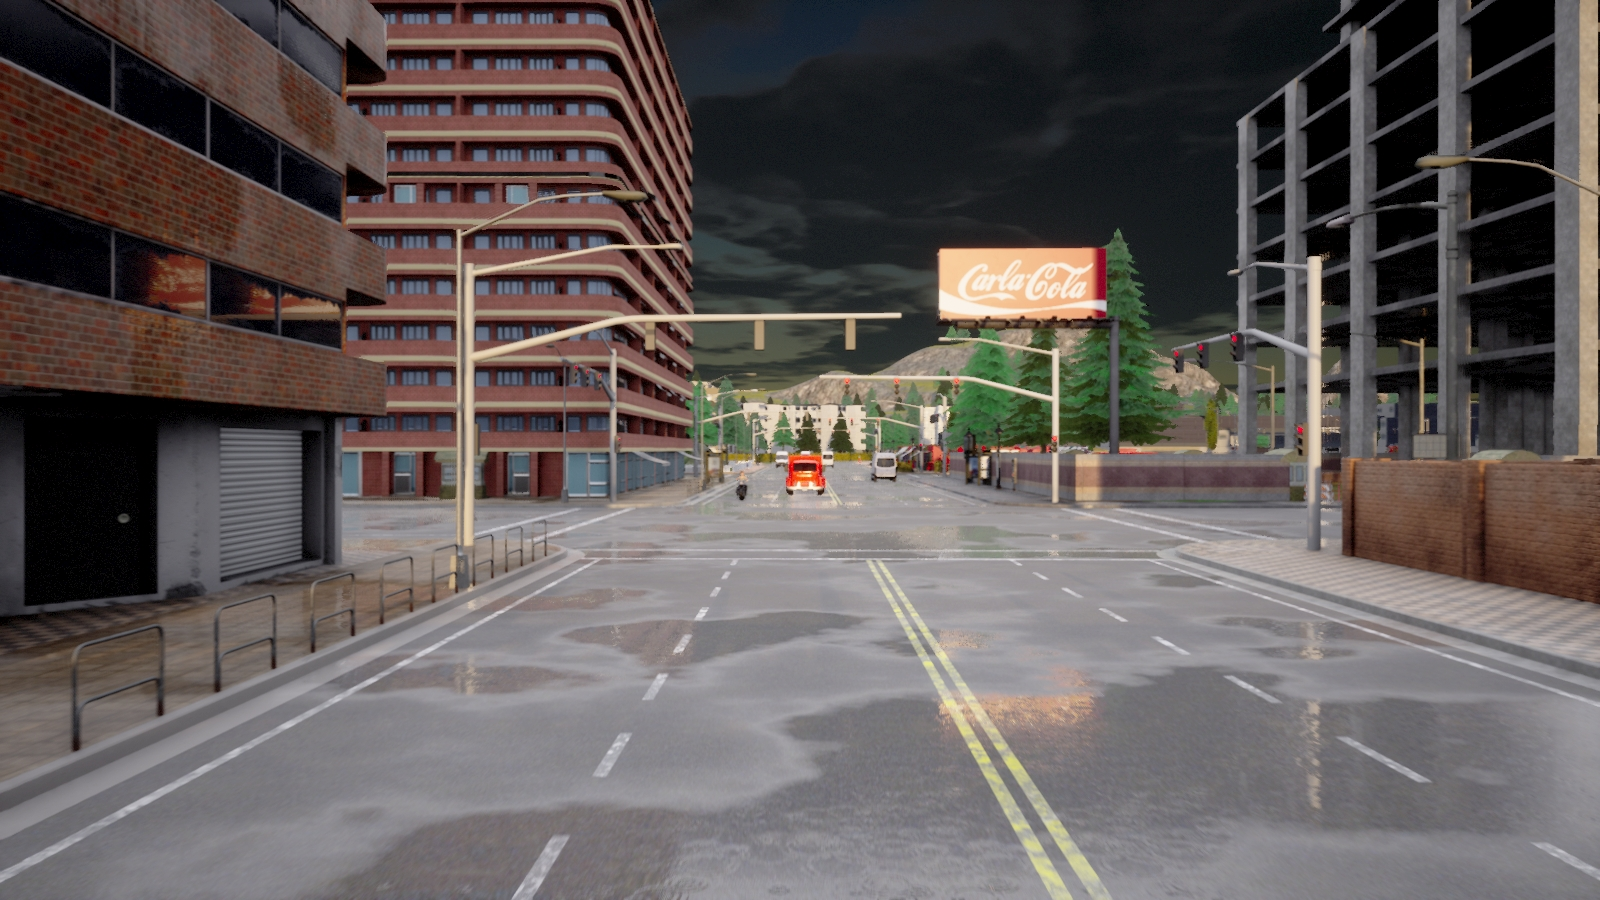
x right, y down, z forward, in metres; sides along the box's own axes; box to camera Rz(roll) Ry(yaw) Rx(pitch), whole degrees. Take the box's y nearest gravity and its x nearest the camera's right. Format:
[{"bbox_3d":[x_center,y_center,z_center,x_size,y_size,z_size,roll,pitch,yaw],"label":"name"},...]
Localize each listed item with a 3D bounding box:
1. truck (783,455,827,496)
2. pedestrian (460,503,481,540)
[{"bbox_3d":[0.336,1.555,71.771,2.627,2.467,5.204,0,0,1],"label":"truck"},{"bbox_3d":[-10.219,2.222,35.435,0.500,1.100,0.500,0,0,5],"label":"pedestrian"}]
